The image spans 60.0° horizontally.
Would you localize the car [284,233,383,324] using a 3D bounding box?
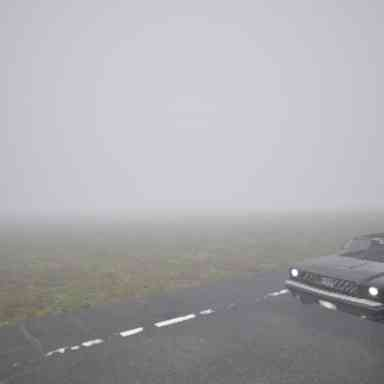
[{"bbox_3d":[4.091,1.596,6.908,4.718,1.301,1.895,0,0,-35],"label":"car"}]
